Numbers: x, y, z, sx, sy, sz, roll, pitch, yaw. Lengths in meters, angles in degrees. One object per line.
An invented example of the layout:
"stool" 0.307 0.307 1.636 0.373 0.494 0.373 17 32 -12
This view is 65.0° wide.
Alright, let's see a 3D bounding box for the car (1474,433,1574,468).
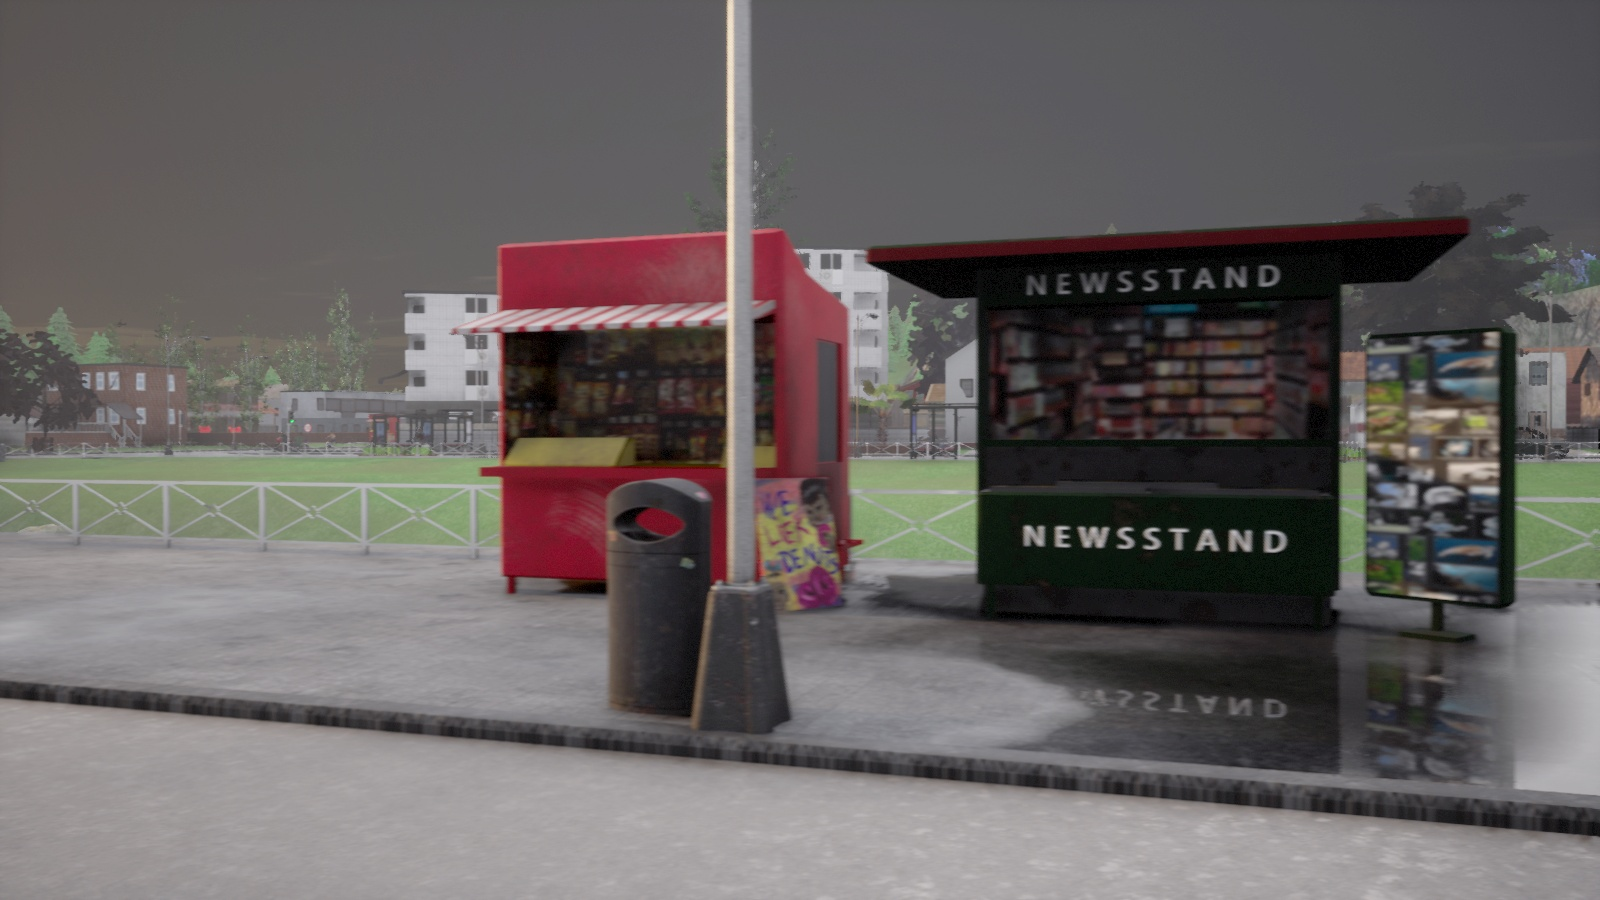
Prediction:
"car" 33.175 0.007 57.650 3.705 1.549 1.789 0 1 19
